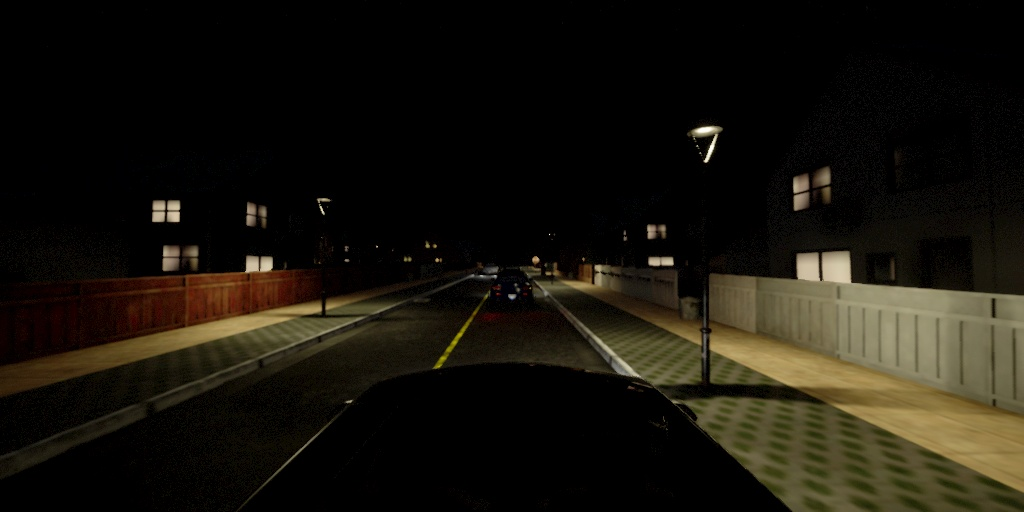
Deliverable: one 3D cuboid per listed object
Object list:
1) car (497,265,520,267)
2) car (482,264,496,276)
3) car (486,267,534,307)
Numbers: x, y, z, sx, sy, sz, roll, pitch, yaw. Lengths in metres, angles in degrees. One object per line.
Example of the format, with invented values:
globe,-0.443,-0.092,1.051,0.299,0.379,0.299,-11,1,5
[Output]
car,0.004,1.531,31.162,2.128,1.511,4.902,0,0,0
car,-2.754,1.728,46.229,1.812,1.442,4.674,0,-1,0
car,0.005,1.416,16.254,1.812,1.442,4.674,0,0,0
